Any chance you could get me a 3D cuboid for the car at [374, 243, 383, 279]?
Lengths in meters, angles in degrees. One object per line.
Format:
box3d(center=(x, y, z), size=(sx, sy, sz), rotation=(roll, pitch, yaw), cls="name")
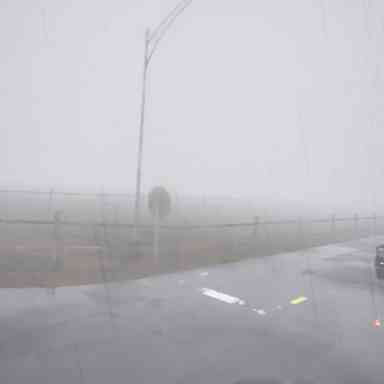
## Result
box3d(center=(7.247, 1.917, 10.358), size=(2.128, 1.511, 4.902), rotation=(3, 0, 44), cls="car")
